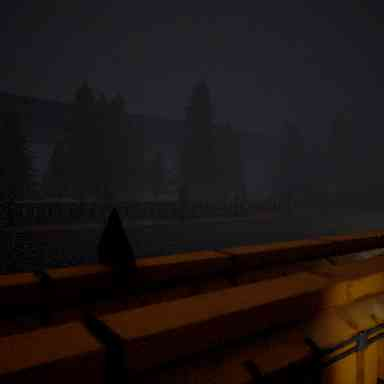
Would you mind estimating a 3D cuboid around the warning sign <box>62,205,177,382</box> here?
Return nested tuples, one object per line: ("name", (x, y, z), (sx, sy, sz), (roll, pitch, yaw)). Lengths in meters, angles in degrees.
("warning sign", (-1.004, 1.133, 4.443), (1.060, 1.860, 1.300), (1, 0, -36))
